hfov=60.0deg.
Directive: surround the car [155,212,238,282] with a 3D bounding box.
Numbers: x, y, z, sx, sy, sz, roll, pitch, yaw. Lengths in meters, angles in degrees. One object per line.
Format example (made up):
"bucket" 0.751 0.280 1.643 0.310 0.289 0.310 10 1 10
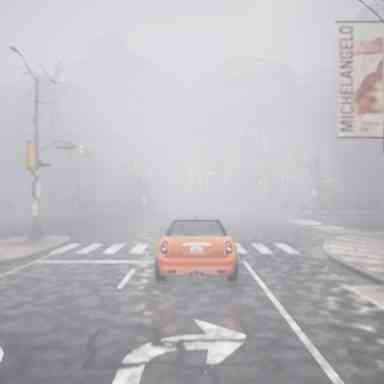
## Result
"car" 0.123 1.433 10.193 2.097 1.767 4.553 0 0 0
